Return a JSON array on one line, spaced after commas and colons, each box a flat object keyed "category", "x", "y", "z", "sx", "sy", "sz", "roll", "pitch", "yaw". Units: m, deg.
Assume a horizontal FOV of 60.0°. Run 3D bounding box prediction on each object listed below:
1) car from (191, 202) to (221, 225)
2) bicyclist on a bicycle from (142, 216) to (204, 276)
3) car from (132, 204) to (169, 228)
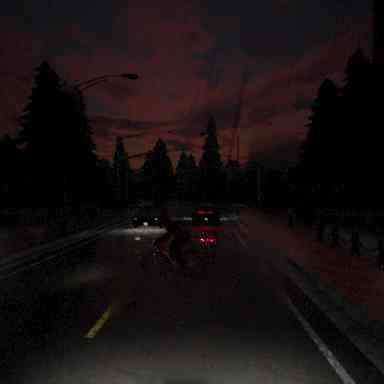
[{"category": "car", "x": 1.016, "y": 1.504, "z": 23.992, "sx": 1.837, "sy": 1.490, "sz": 4.892, "roll": 0, "pitch": 0, "yaw": 2}, {"category": "bicyclist on a bicycle", "x": -0.524, "y": 1.451, "z": 8.835, "sx": 1.656, "sy": 1.620, "sz": 0.582, "roll": -2, "pitch": 0, "yaw": 2}, {"category": "car", "x": -2.670, "y": 1.547, "z": 22.735, "sx": 2.033, "sy": 1.411, "sz": 5.357, "roll": 0, "pitch": 0, "yaw": 3}]
